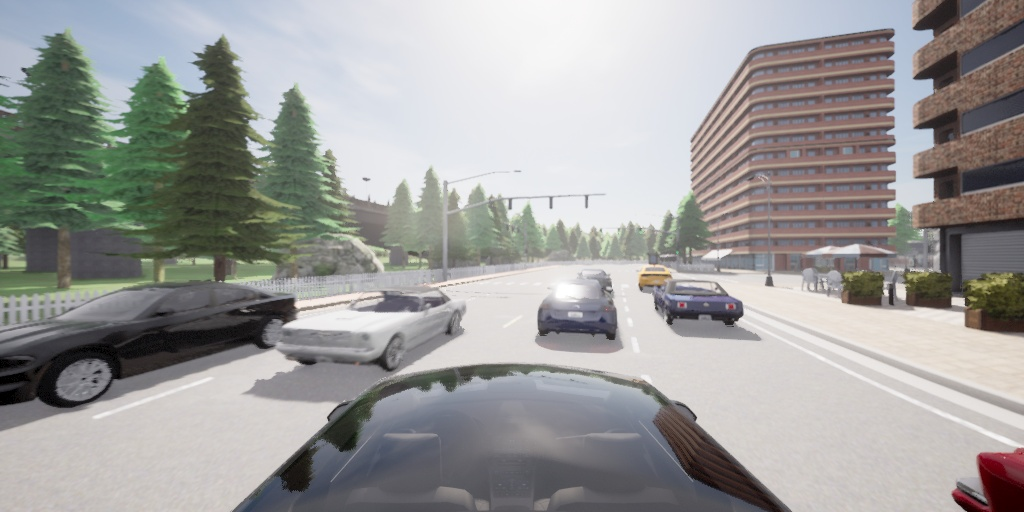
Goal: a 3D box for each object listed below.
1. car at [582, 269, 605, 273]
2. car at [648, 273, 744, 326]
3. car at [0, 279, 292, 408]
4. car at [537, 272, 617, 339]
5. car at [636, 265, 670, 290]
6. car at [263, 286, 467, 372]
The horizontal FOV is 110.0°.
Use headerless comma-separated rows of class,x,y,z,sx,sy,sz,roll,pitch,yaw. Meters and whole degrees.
car,4.565,1.404,20.183,1.994,1.385,4.181,0,0,15
car,5.875,1.408,11.951,1.895,1.301,4.718,0,0,15
car,-6.335,1.235,6.531,1.882,1.535,5.008,0,0,10
car,1.946,1.356,10.395,1.994,1.385,4.181,0,0,13
car,9.231,1.342,23.388,1.882,1.535,5.008,0,0,18
car,-2.593,1.372,7.937,1.895,1.301,4.718,0,0,12
